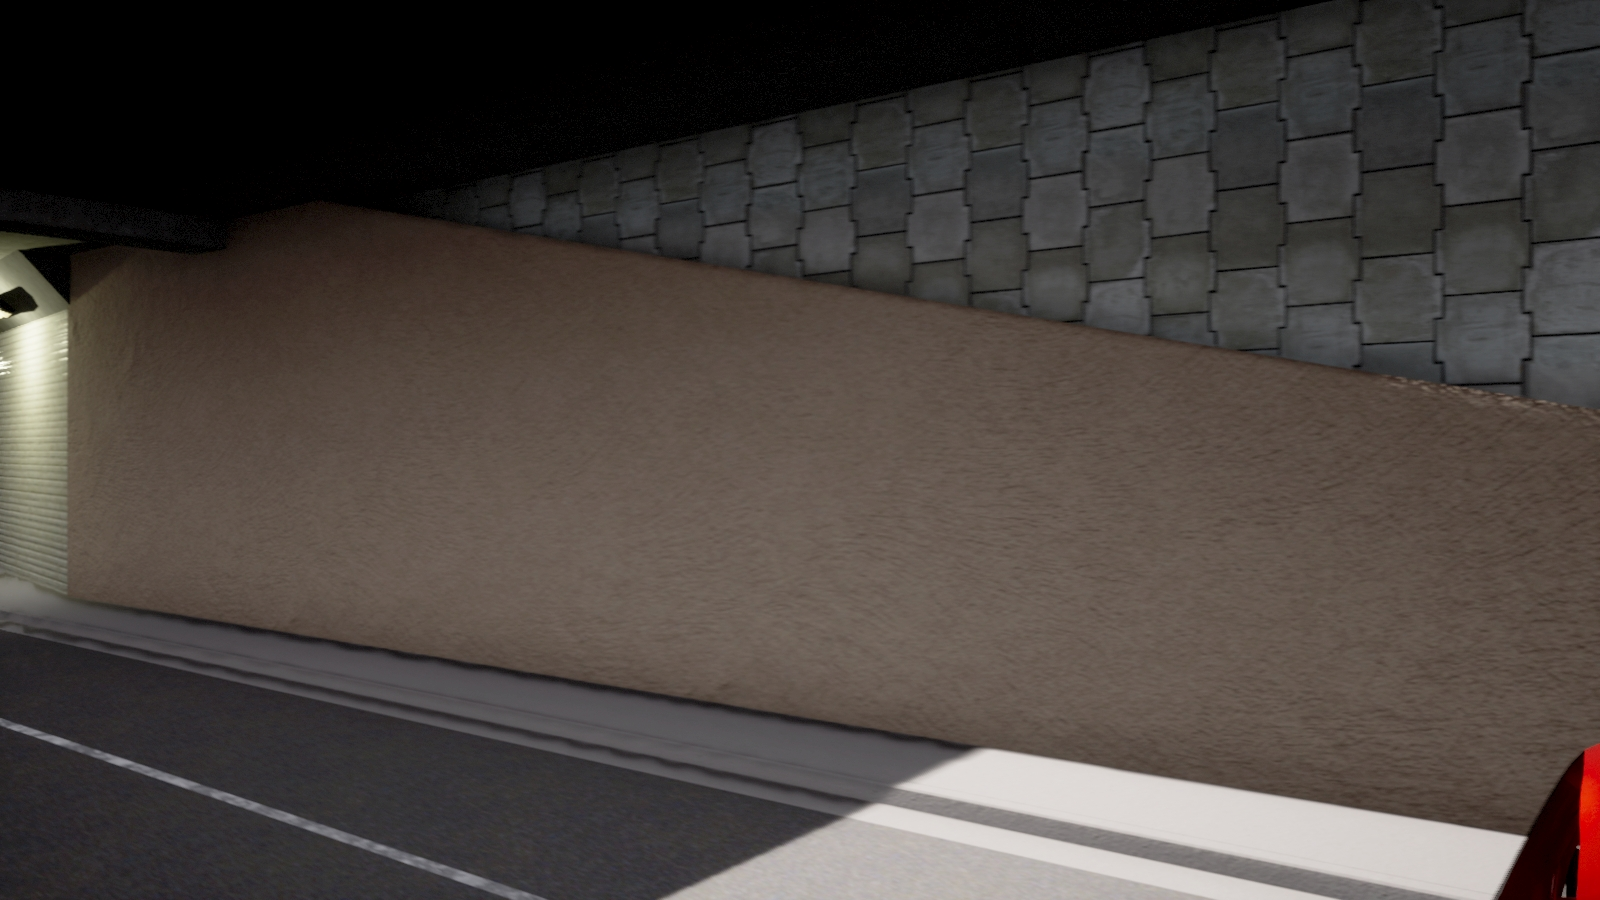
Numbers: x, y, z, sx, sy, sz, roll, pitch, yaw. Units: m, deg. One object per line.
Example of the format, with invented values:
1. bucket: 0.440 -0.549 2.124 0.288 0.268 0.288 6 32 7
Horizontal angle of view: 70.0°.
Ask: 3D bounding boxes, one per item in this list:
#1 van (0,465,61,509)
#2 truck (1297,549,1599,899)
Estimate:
1. van: -38.932 1.782 56.150 2.069 2.038 4.480 0 0 5
2. truck: 3.603 1.569 1.240 5.204 2.467 2.627 0 0 35
